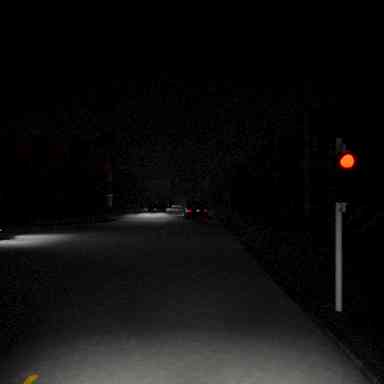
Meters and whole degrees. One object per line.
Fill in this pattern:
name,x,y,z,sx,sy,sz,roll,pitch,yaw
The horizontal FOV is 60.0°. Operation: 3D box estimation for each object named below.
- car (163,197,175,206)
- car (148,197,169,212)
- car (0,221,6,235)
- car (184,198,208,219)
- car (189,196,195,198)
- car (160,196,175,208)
car,-4.061,1.577,58.523,1.812,1.442,4.674,0,0,0
car,-4.104,1.635,39.407,1.895,1.301,4.718,0,0,0
car,-11.387,1.540,15.771,4.674,1.442,1.812,0,0,0
car,0.307,1.574,29.540,2.033,1.411,5.357,0,0,-4
car,0.033,1.745,74.426,1.837,1.490,4.892,0,0,0
car,-4.093,1.395,48.370,2.097,1.767,4.553,0,0,0
